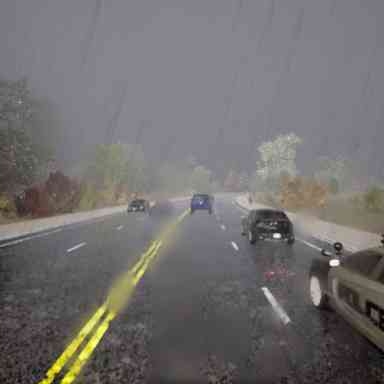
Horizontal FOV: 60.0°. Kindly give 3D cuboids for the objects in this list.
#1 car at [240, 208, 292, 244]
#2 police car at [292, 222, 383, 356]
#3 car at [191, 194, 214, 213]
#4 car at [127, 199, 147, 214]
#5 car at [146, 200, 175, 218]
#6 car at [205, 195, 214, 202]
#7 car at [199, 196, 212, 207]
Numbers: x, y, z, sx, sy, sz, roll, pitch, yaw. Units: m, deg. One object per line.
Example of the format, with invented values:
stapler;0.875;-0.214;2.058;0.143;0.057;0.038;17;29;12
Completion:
car;3.449;1.508;15.716;1.837;1.490;4.892;0;0;1
police car;3.272;1.430;4.901;1.930;1.638;5.238;0;0;0
car;1.046;1.212;36.403;2.150;2.045;5.566;0;0;3
car;-5.590;1.500;35.619;1.837;1.490;4.892;0;0;4
car;-2.619;1.559;30.181;1.994;1.385;4.181;0;0;3
car;3.946;1.402;73.436;1.837;1.490;4.892;0;0;6
car;2.156;1.471;52.478;1.837;1.490;4.892;0;0;4
